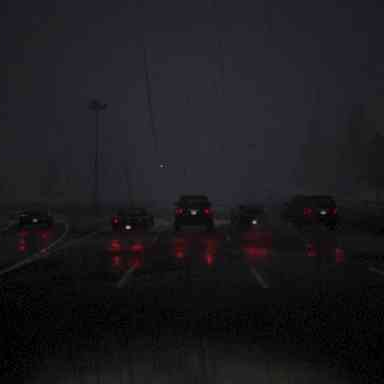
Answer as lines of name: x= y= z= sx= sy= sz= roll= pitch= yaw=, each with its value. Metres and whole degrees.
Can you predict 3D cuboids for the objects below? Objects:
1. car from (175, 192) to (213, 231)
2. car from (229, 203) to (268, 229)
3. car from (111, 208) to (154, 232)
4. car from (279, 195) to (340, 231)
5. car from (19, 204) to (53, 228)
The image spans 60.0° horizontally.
car: x=0.102 y=1.204 z=20.598 sx=2.150 sy=2.045 sz=5.566 roll=0 pitch=0 yaw=0
car: x=3.603 y=1.487 z=21.554 sx=1.837 sy=1.490 sz=4.892 roll=0 pitch=0 yaw=0
car: x=-3.398 y=1.584 z=19.964 sx=1.895 sy=1.301 sz=4.718 roll=0 pitch=0 yaw=0
car: x=7.102 y=1.205 z=20.645 sx=2.150 sy=2.045 sz=5.566 roll=0 pitch=0 yaw=0
car: x=-10.301 y=1.507 z=22.076 sx=1.812 sy=1.442 sz=4.674 roll=0 pitch=0 yaw=-23
